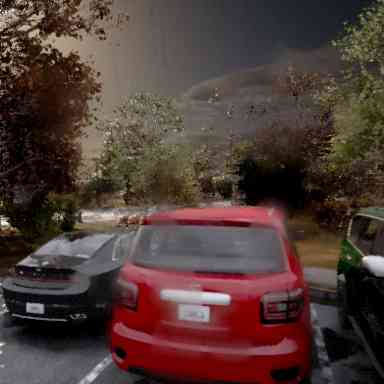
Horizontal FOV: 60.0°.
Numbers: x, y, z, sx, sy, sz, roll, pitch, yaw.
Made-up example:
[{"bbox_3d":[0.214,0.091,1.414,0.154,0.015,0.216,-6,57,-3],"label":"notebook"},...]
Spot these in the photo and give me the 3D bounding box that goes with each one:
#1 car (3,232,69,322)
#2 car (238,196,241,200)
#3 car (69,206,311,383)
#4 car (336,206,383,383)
[{"bbox_3d":[-1.726,1.503,7.315,2.231,1.521,4.892,0,-1,15],"label":"car"},{"bbox_3d":[10.729,1.523,73.317,4.902,1.511,2.128,-2,1,-36],"label":"car"},{"bbox_3d":[0.714,1.246,5.640,2.435,2.045,5.566,0,-1,15],"label":"car"},{"bbox_3d":[3.134,1.239,3.862,2.435,2.045,5.566,0,-1,15],"label":"car"}]
